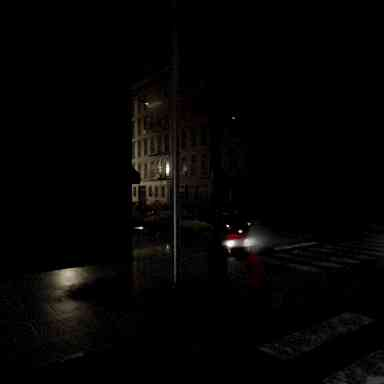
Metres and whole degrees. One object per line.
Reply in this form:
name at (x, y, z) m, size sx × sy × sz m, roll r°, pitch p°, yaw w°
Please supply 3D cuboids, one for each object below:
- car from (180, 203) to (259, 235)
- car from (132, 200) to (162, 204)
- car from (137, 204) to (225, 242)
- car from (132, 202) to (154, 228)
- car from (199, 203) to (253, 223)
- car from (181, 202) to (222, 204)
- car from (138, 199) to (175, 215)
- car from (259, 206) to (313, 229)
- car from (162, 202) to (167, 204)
car at (0.984, 1.566, 18.713) m, size 2.033 × 1.411 × 5.357 m, roll 0°, pitch 0°, yaw -32°
car at (-4.771, 1.517, 26.755) m, size 2.128 × 1.511 × 4.902 m, roll 0°, pitch 0°, yaw -35°
car at (-0.741, 1.555, 16.715) m, size 1.752 × 1.417 × 4.829 m, roll 0°, pitch 0°, yaw -35°
car at (-3.978, 1.585, 21.264) m, size 2.008 × 1.369 × 4.403 m, roll 0°, pitch 0°, yaw -35°
car at (2.565, 1.578, 25.910) m, size 1.802 × 1.307 × 4.206 m, roll 0°, pitch 0°, yaw -35°
car at (1.216, 1.512, 23.242) m, size 1.837 × 1.490 × 4.892 m, roll 0°, pitch 0°, yaw -34°
car at (-3.811, 1.529, 34.867) m, size 1.752 × 1.417 × 4.829 m, roll 0°, pitch 0°, yaw -35°
car at (5.704, 1.558, 21.500) m, size 1.947 × 1.339 × 4.313 m, roll 0°, pitch 0°, yaw -35°
car at (-0.573, 1.566, 30.319) m, size 1.947 × 1.339 × 4.313 m, roll 0°, pitch 0°, yaw -35°
